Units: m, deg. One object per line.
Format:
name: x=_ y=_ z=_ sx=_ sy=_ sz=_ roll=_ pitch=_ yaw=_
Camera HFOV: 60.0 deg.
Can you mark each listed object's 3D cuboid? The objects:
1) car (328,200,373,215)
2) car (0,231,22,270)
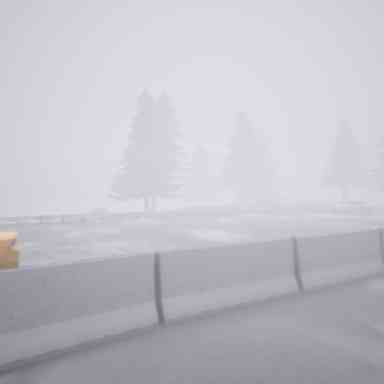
car: x=15.500 y=1.472 z=32.433 sx=4.674 sy=1.442 sz=1.812 roll=0 pitch=0 yaw=-24
car: x=-6.749 y=1.446 z=7.662 sx=5.008 sy=1.535 sz=1.882 roll=0 pitch=0 yaw=-35
